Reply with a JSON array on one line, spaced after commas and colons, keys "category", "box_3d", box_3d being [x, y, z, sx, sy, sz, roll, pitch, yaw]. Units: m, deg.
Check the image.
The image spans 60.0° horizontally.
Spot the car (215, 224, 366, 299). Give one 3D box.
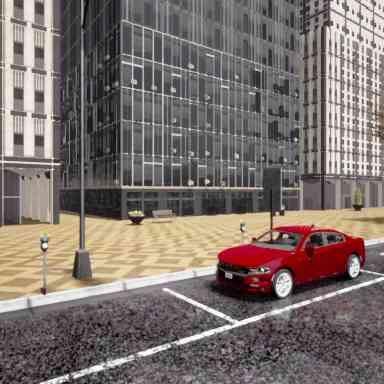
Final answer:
[{"category": "car", "box_3d": [2.611, 1.545, 8.426, 4.507, 1.381, 1.887, 0, 0, -36]}]
